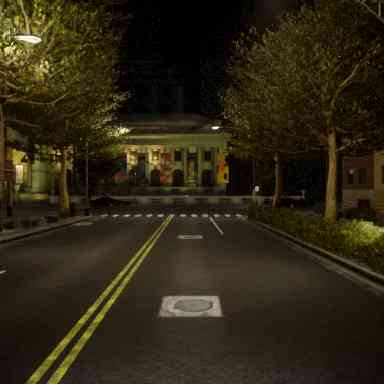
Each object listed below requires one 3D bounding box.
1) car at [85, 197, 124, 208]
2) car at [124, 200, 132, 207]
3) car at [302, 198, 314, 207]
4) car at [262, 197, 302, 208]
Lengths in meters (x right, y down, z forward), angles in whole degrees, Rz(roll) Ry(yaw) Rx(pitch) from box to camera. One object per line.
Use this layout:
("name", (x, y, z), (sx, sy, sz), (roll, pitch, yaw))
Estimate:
("car", (-12.491, 1.504, 46.591), (4.892, 1.490, 1.837), (0, 0, 0))
("car", (-11.568, 1.600, 50.091), (4.718, 1.301, 1.895), (0, 0, 0))
("car", (15.754, 1.601, 50.073), (4.718, 1.301, 1.895), (0, 0, 0))
("car", (12.327, 1.505, 46.582), (4.892, 1.490, 1.837), (0, 0, 0))
